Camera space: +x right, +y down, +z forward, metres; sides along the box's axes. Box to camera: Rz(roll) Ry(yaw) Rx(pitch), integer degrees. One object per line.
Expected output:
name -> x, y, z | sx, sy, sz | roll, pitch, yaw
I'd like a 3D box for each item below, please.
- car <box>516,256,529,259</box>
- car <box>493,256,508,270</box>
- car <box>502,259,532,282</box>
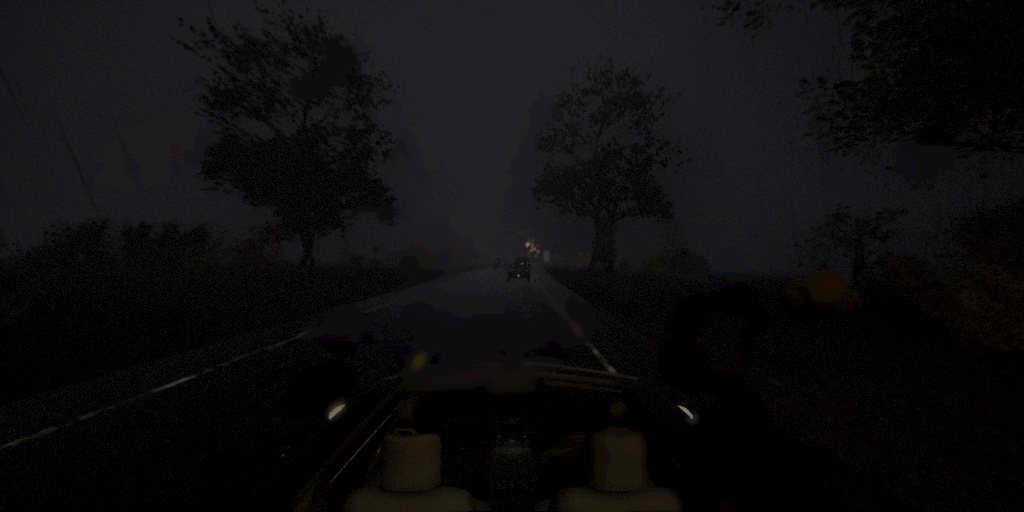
car -> 1.396, 1.072, 47.924 | 2.150, 2.045, 5.566 | 0, 0, 3
car -> -1.682, 1.086, 57.039 | 2.150, 2.045, 5.566 | 0, 0, 4
car -> 0.564, 1.283, 29.401 | 2.128, 1.511, 4.902 | 0, 0, 2
